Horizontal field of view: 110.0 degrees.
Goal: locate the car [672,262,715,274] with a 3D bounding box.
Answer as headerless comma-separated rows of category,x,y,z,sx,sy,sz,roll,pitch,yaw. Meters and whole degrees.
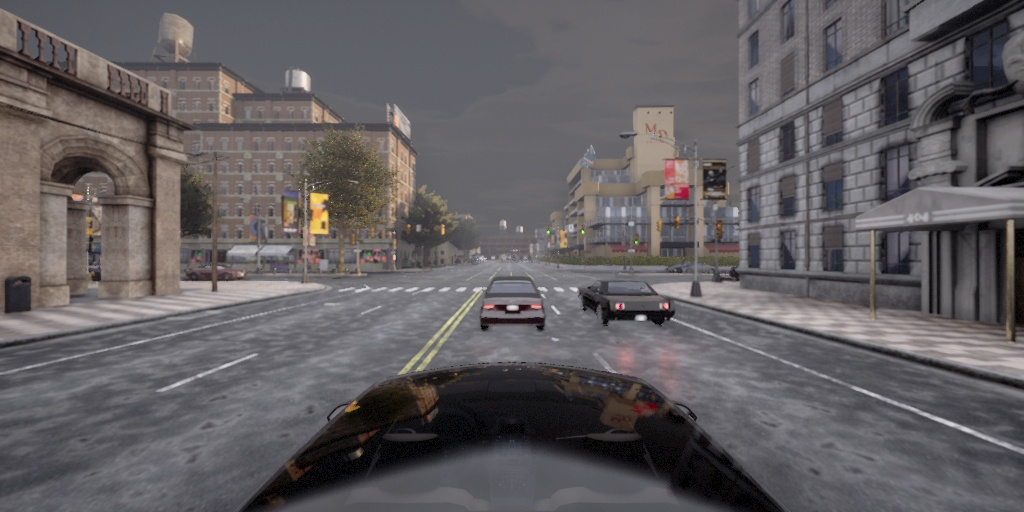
car,22.659,1.539,44.296,4.181,1.385,1.994,0,0,0

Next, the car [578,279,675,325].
car,3.501,1.405,11.968,1.895,1.301,4.718,0,0,0

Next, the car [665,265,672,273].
car,22.949,1.485,47.793,4.902,1.511,2.128,0,0,0

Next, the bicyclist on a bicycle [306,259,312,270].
bicyclist on a bicycle,-31.432,1.330,55.392,0.582,1.620,1.656,0,0,0

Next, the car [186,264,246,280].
car,-26.733,1.435,32.427,4.674,1.442,1.812,0,0,0

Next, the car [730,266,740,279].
car,22.613,1.391,32.605,5.008,1.535,1.882,0,0,0

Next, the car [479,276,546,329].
car,0.004,1.349,11.460,2.033,1.411,5.357,0,0,0

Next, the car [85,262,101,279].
car,-36.791,1.434,32.394,4.674,1.442,1.812,0,0,0
